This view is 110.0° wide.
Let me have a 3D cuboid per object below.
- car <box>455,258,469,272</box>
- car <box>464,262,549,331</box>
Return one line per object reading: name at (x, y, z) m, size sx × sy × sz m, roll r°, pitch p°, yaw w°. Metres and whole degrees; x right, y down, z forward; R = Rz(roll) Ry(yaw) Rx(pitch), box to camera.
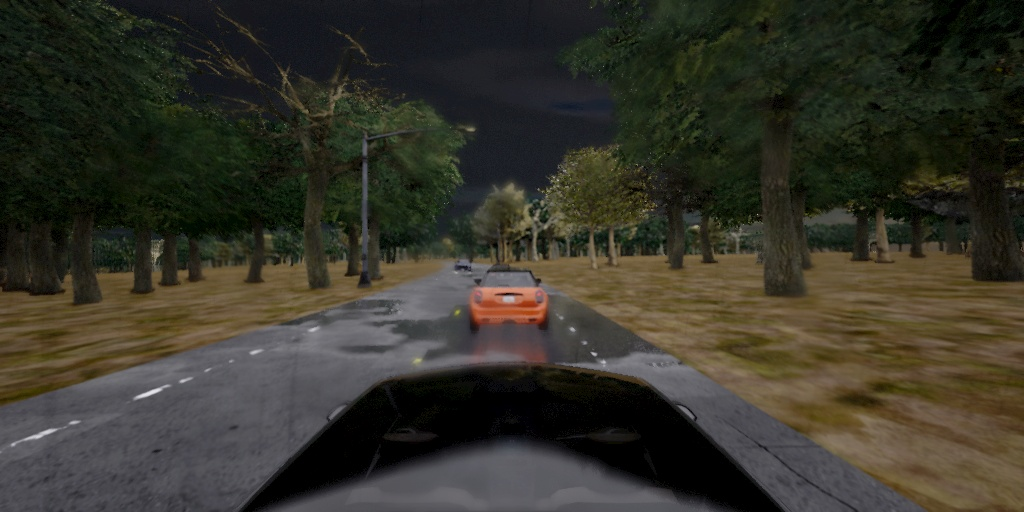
car at (-6.332, 1.107, 46.572) m, size 2.097 × 1.767 × 4.553 m, roll 0°, pitch 0°, yaw -7°
car at (-0.112, 1.107, 11.137) m, size 2.097 × 1.767 × 4.553 m, roll 0°, pitch 0°, yaw -1°
